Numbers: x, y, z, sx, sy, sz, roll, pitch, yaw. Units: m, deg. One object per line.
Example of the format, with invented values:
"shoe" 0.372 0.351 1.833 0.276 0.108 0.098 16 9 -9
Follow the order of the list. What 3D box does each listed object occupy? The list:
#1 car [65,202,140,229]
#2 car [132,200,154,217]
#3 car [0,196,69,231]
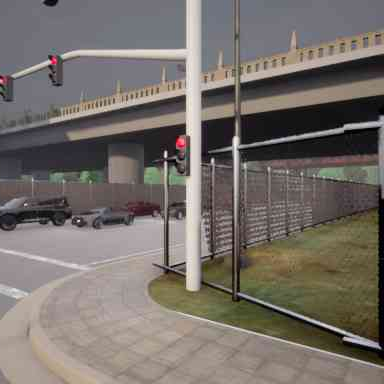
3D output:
"car" -5.867 1.619 22.230 1.994 1.385 4.181 0 0 35
"car" -4.912 1.533 29.636 1.882 1.535 5.008 0 0 35
"car" -10.587 1.277 21.633 2.150 2.045 5.566 0 0 36
